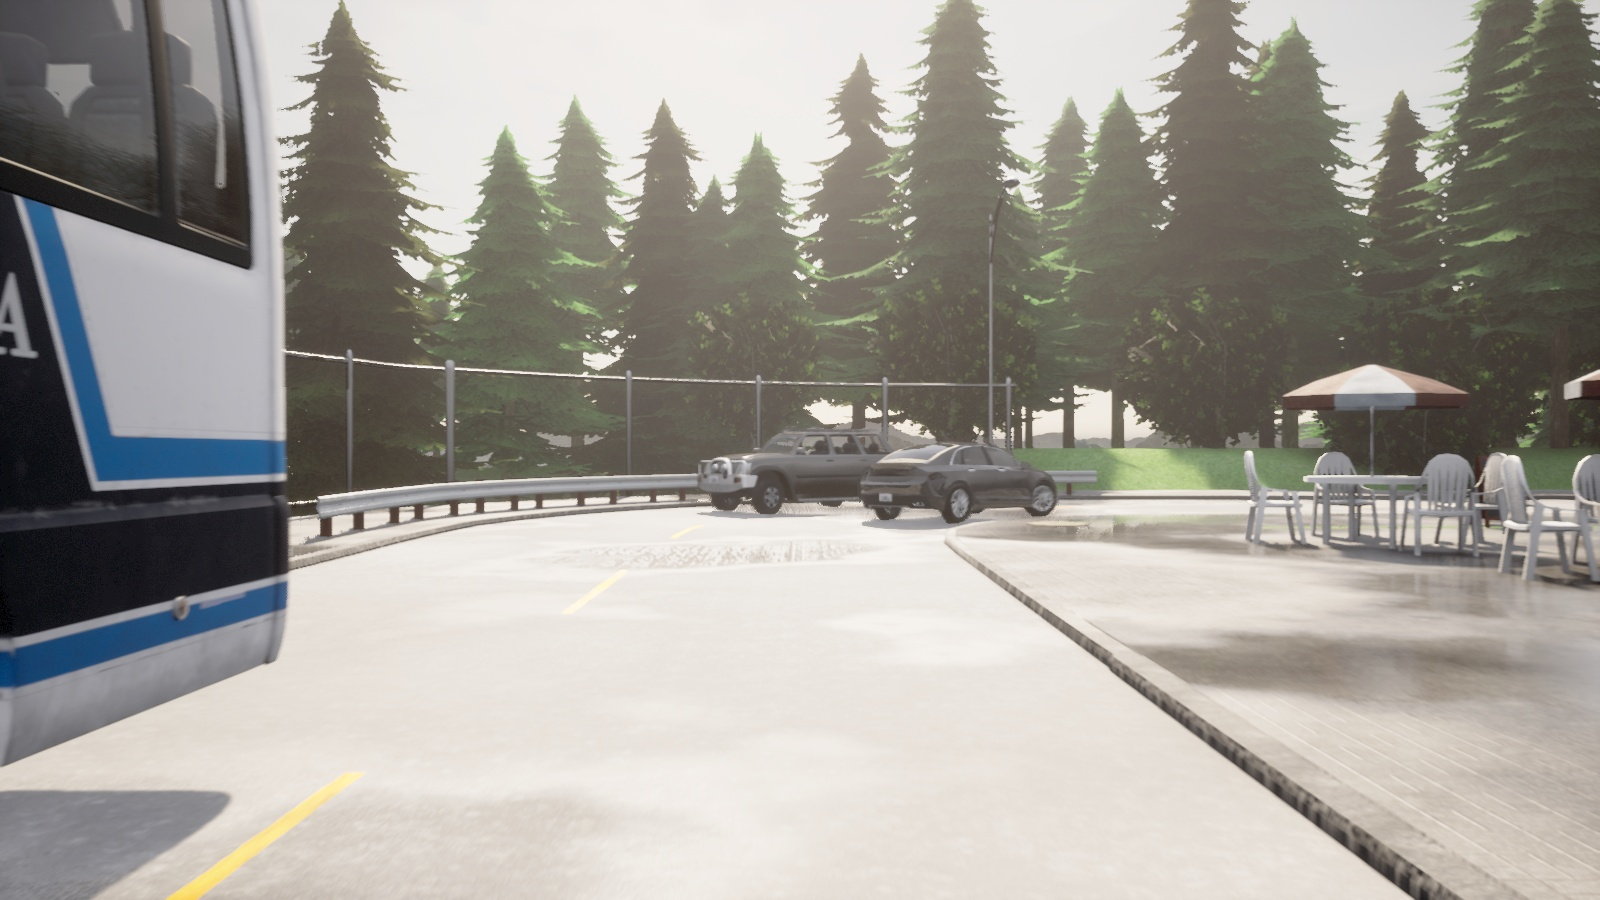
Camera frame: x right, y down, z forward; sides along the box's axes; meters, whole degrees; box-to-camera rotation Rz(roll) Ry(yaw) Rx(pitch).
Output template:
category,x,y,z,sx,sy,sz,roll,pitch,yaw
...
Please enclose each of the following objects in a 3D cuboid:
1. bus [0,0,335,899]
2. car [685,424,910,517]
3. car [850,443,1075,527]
category,x,y,z,sx,sy,sz,roll,pitch,yaw
bus,-3.985,-0.634,0.230,3.944,4.253,10.273,0,0,0
car,-0.006,0.411,27.304,4.605,1.855,1.932,0,0,-36
car,3.288,0.616,24.660,1.837,1.490,4.892,-1,0,44
